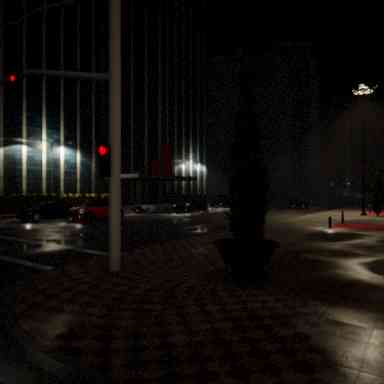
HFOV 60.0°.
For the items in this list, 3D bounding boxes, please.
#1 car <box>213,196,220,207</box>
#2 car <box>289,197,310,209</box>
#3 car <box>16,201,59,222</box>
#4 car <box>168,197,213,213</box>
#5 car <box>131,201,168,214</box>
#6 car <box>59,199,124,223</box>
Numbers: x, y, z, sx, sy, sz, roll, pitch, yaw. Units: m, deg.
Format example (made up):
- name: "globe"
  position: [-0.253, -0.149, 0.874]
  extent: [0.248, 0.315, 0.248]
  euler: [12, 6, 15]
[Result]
- name: "car"
  position: [4.720, 1.243, 49.641]
  extent: [2.150, 2.045, 5.566]
  euler: [0, 0, 35]
- name: "car"
  position: [14.691, 1.516, 45.329]
  extent: [1.837, 1.490, 4.892]
  euler: [0, 0, 35]
- name: "car"
  position: [-11.355, 1.497, 26.646]
  extent: [1.882, 1.535, 5.008]
  euler: [0, 0, 35]
- name: "car"
  position: [-0.085, 1.368, 36.696]
  extent: [2.097, 1.767, 4.553]
  euler: [0, 0, 35]
- name: "car"
  position: [-4.448, 1.620, 36.563]
  extent: [1.895, 1.301, 4.718]
  euler: [0, 0, 35]
- name: "car"
  position: [-7.519, 1.368, 26.026]
  extent: [2.097, 1.767, 4.553]
  euler: [0, 0, 35]
